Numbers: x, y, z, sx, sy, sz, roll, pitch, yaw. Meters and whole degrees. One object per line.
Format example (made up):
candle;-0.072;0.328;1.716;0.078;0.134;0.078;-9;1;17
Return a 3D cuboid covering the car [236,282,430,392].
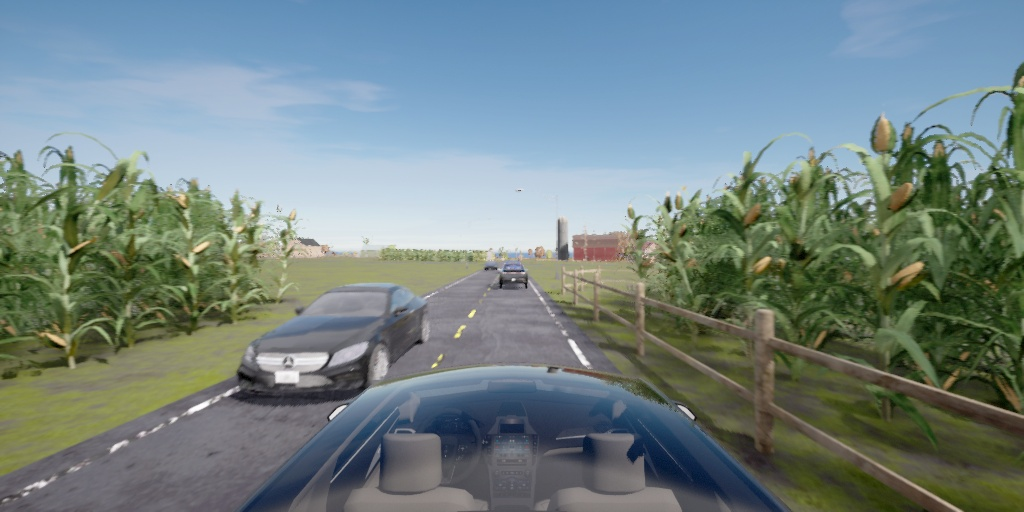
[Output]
car;-2.851;1.275;6.871;1.812;1.442;4.674;0;0;0

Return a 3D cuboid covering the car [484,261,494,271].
car;-2.823;1.327;49.605;2.033;1.411;5.357;0;0;0

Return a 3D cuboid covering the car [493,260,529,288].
car;0.096;1.245;23.966;2.128;1.511;4.902;0;0;0
